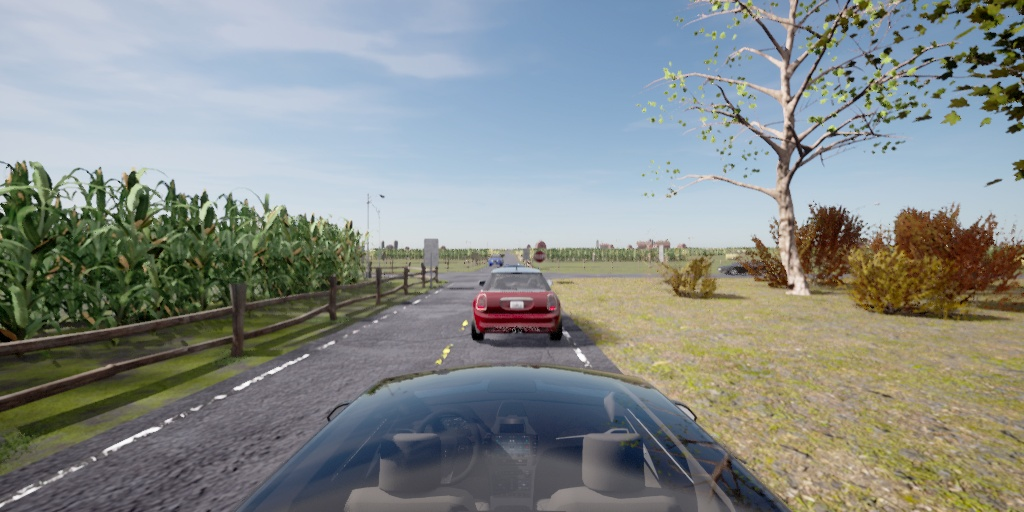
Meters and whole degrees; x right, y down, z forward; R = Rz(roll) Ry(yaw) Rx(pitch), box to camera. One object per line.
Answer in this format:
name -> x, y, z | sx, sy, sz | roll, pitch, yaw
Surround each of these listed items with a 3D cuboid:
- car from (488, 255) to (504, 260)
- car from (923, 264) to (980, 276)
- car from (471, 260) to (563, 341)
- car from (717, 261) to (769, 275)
car -> -2.788, 0.822, 61.671 | 2.150, 2.045, 5.566 | 0, 1, 1
car -> 46.216, 1.343, 37.713 | 4.674, 1.442, 1.812 | 0, 0, 0
car -> 0.107, 1.094, 10.037 | 2.097, 1.767, 4.553 | 0, 0, 0
car -> 24.292, 1.260, 37.743 | 4.892, 1.490, 1.837 | 0, 0, 0
